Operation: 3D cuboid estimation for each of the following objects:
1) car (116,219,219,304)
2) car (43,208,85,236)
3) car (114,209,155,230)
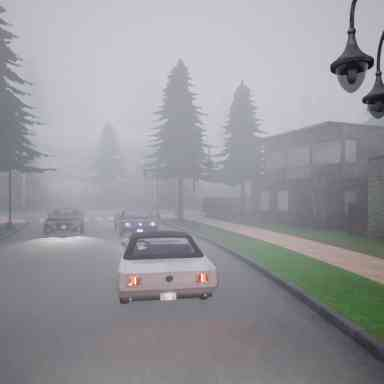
[{"bbox_3d":[-0.805,1.601,8.204,1.895,1.301,4.718,0,0,-10],"label":"car"},{"bbox_3d":[-6.986,1.565,18.444,1.994,1.385,4.181,0,0,-18],"label":"car"},{"bbox_3d":[-3.196,1.601,18.253,1.895,1.301,4.718,0,0,-18],"label":"car"}]
